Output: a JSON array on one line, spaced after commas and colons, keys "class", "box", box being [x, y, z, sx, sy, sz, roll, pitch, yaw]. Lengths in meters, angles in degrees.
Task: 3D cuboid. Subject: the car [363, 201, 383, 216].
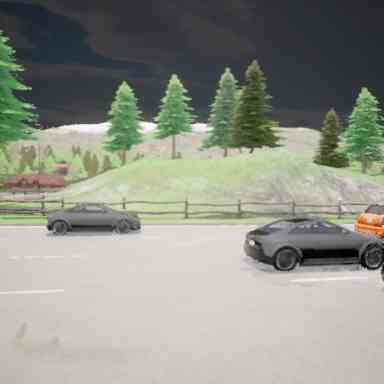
[{"class": "car", "box": [9.771, 1.301, 14.870, 4.553, 1.767, 2.097, 1, 1, -12]}]

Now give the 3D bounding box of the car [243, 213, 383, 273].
[{"class": "car", "box": [3.681, 1.469, 10.021, 4.181, 1.385, 1.994, 1, 1, -12]}]

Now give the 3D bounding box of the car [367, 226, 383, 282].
[{"class": "car", "box": [6.295, 1.568, 6.995, 4.181, 1.385, 1.994, 1, 1, -12]}]

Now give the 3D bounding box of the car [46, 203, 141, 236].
[{"class": "car", "box": [-4.478, 1.223, 15.462, 4.181, 1.385, 1.994, 1, 1, -12]}]
